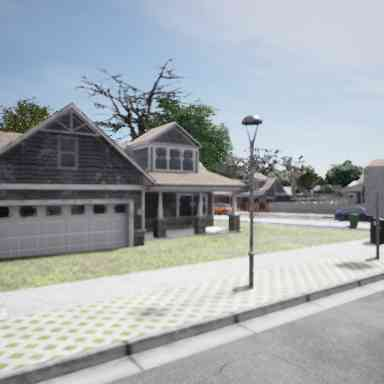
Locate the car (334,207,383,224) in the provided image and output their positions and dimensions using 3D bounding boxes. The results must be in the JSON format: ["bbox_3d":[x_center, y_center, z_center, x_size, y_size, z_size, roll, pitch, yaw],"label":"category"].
[{"bbox_3d":[14.852,2.011,29.139,1.812,1.442,4.674,0,-2,-36],"label":"car"}]

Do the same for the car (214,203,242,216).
[{"bbox_3d":[4.381,2.293,43.633,2.097,1.767,4.553,0,-2,-37],"label":"car"}]
